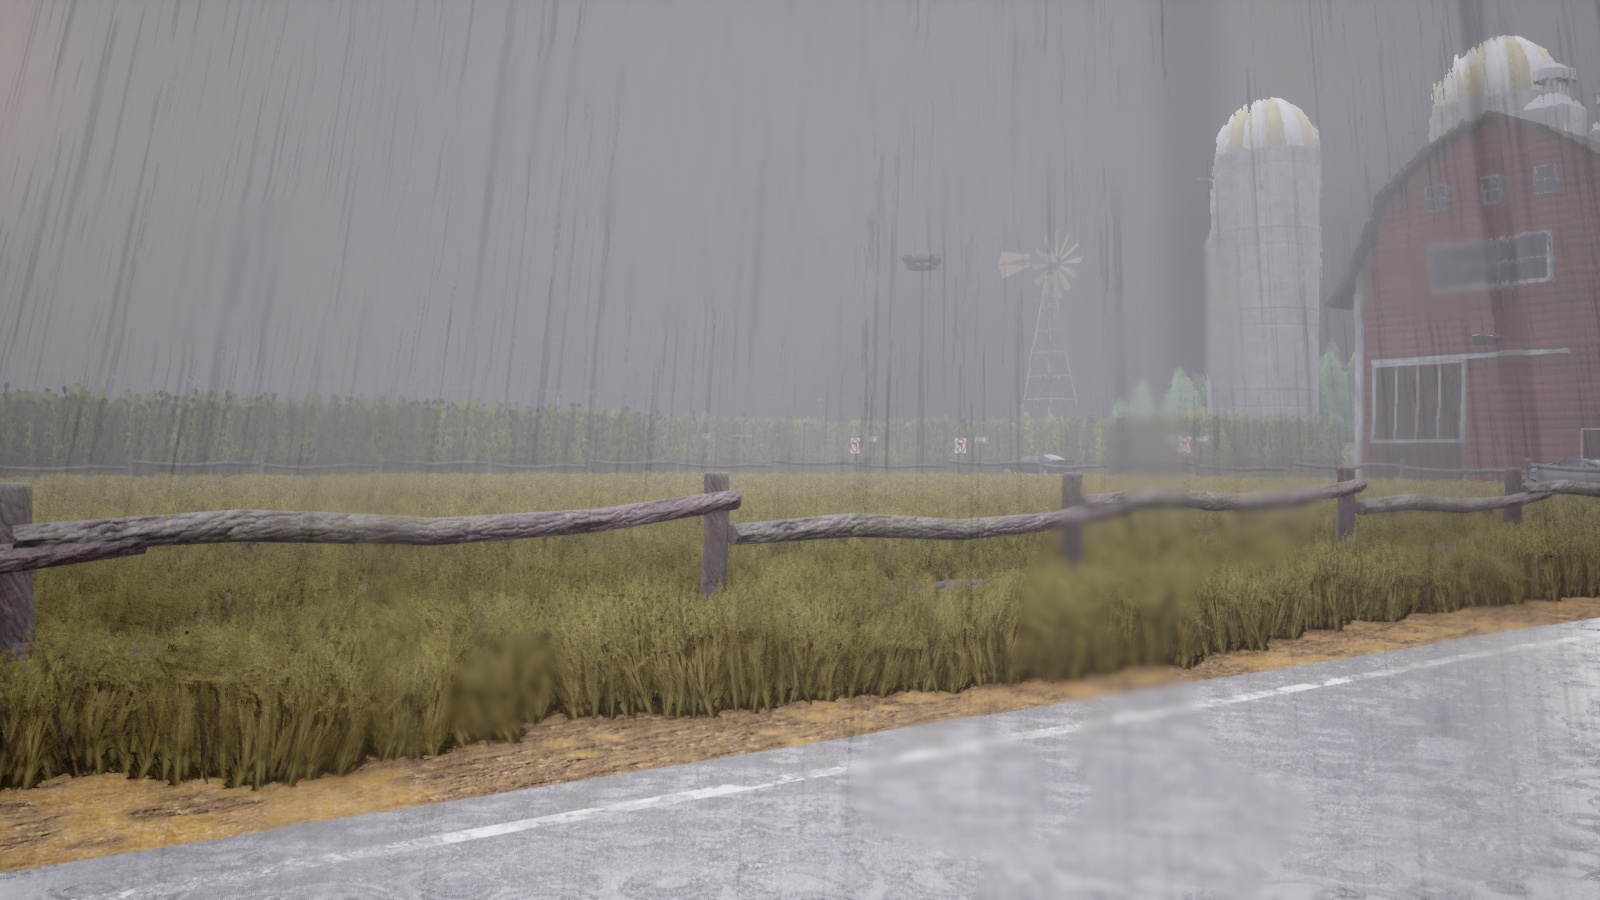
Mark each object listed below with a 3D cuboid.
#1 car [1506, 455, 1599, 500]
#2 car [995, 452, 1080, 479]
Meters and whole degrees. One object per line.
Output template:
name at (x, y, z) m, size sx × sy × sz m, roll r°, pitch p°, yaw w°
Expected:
car at (24.977, 0.853, 39.727) m, size 1.994 × 1.385 × 4.181 m, roll 0°, pitch 0°, yaw -39°
car at (13.728, 0.872, 72.901) m, size 1.882 × 1.535 × 5.008 m, roll 0°, pitch 0°, yaw -34°
